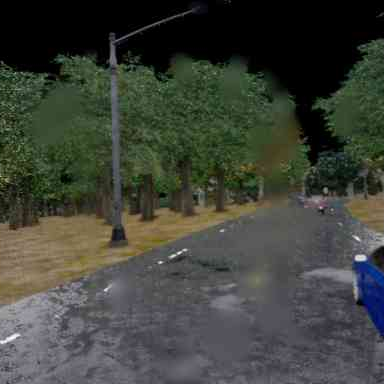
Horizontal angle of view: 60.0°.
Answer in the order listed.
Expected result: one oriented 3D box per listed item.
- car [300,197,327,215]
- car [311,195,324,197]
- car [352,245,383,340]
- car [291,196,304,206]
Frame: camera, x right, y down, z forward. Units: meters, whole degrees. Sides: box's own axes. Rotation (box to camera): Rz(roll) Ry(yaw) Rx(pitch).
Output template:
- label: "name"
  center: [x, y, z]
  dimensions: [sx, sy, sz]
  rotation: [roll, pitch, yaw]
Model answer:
- label: "car"
  center: [12.011, 1.461, 32.595]
  dimensions: [1.895, 1.301, 4.718]
  rotation: [-2, 0, 22]
- label: "car"
  center: [15.880, 1.125, 42.075]
  dimensions: [2.097, 1.767, 4.553]
  rotation: [-2, 0, 25]
- label: "car"
  center: [3.556, 1.406, 4.710]
  dimensions: [1.882, 1.535, 5.008]
  rotation: [-2, -1, 18]
- label: "car"
  center: [16.903, 1.340, 52.447]
  dimensions: [2.033, 1.411, 5.357]
  rotation: [-2, 0, 26]
